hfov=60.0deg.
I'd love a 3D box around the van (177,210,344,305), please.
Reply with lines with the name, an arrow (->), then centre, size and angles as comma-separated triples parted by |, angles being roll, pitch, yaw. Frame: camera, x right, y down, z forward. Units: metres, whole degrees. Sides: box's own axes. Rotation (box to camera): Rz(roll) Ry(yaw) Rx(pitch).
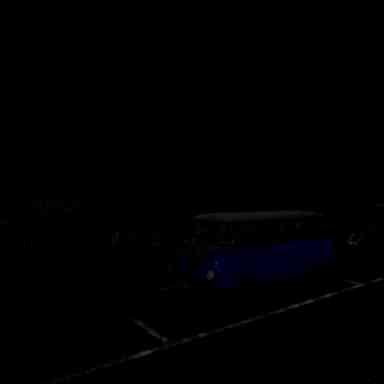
van -> 1.599, 1.337, 7.786 | 3.998, 1.788, 1.690 | 0, 0, -35

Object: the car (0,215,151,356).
car -> -2.967, 1.315, 4.529 | 5.009, 1.841, 2.192 | 0, 0, -35

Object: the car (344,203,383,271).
car -> 6.167, 1.307, 11.043 | 5.009, 1.841, 2.192 | 0, 0, -35
